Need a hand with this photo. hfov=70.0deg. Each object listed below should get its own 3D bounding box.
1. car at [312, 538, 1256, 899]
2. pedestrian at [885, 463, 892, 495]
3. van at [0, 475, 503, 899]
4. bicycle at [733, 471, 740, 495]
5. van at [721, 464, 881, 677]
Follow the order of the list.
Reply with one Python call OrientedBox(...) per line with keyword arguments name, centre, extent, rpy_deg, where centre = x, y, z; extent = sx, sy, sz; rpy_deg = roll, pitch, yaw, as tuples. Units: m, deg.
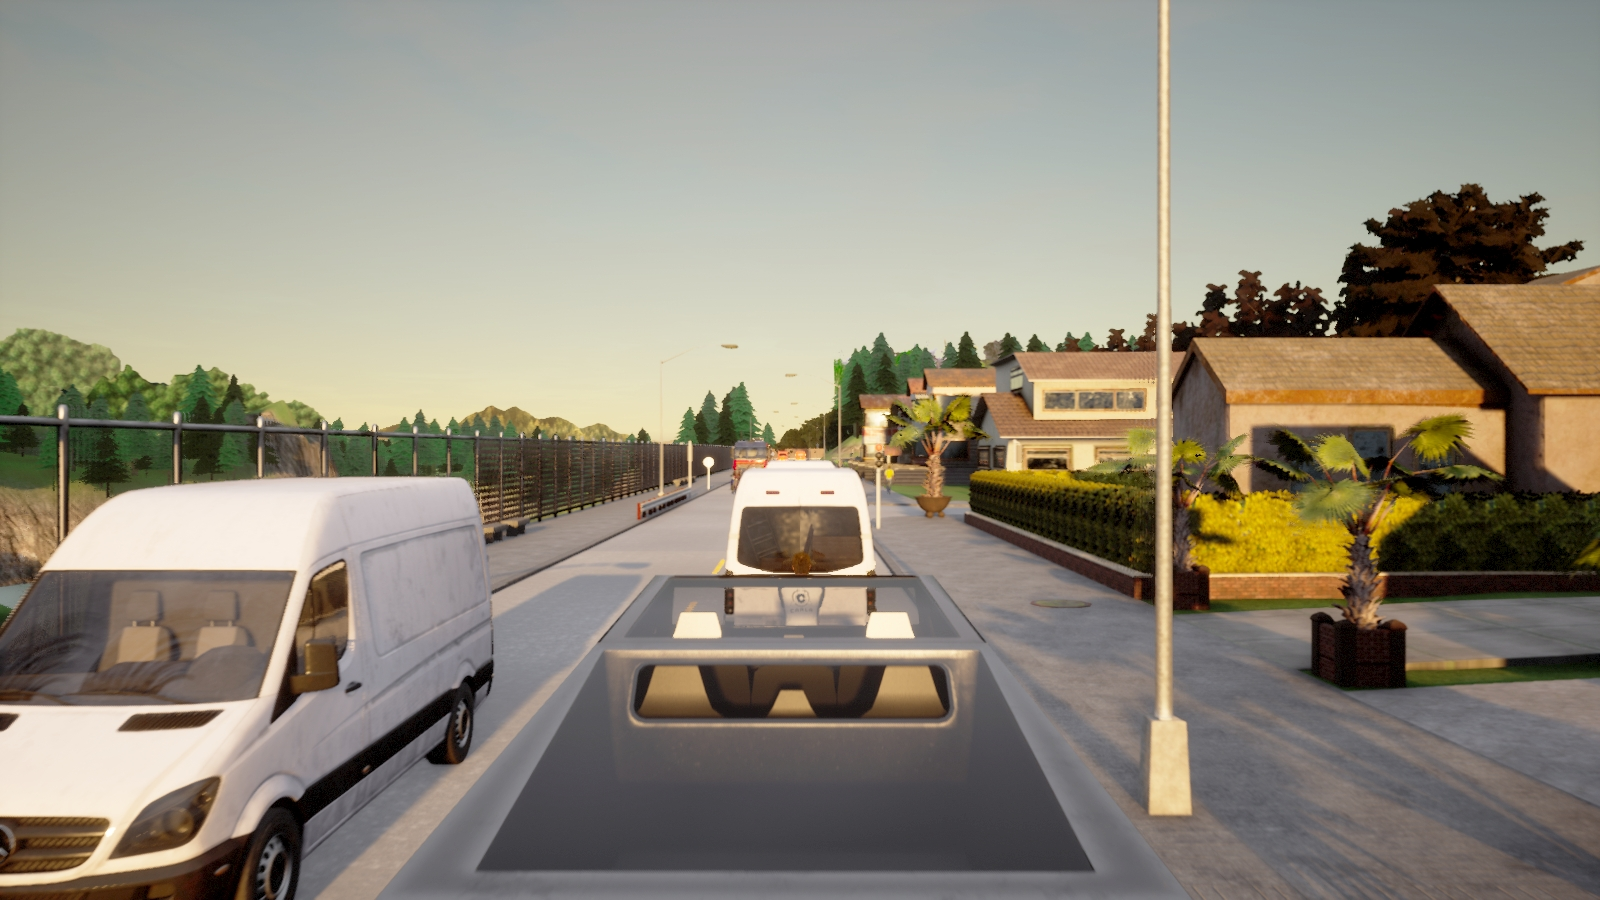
OrientedBox(name="car", centre=(-0.034, 1.753, 6.029), extent=(2.390, 2.098, 6.274), rpy_deg=(0, 0, 0))
OrientedBox(name="pedestrian", centre=(5.320, 1.736, 68.514), extent=(0.375, 1.860, 0.375), rpy_deg=(0, 0, 0))
OrientedBox(name="van", centre=(-3.993, 1.534, 8.541), extent=(1.988, 2.561, 5.915), rpy_deg=(0, 0, 0))
OrientedBox(name="bicycle", centre=(-3.967, 2.058, 71.524), extent=(0.329, 1.471, 1.835), rpy_deg=(0, 0, 0))
OrientedBox(name="van", centre=(0.009, 1.534, 17.157), extent=(1.988, 2.561, 5.915), rpy_deg=(0, 0, 0))
